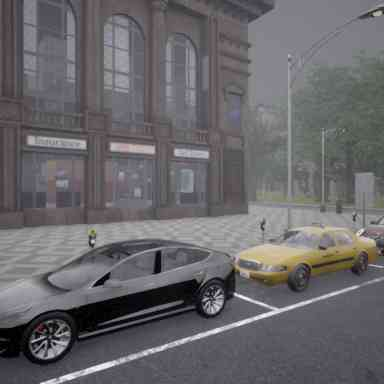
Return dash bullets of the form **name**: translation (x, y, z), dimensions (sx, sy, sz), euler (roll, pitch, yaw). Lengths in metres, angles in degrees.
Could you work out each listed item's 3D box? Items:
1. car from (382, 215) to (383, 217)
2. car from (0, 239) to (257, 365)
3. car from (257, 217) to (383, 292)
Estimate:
- **car**: translation (7.712, 1.441, 12.163), dimensions (4.097, 1.590, 1.967), euler (0, 0, -36)
- **car**: translation (-1.136, 1.566, 5.841), dimensions (4.313, 1.339, 1.947), euler (0, 0, -36)
- **car**: translation (3.150, 1.526, 8.903), dimensions (4.829, 1.417, 1.752), euler (0, 0, -36)
